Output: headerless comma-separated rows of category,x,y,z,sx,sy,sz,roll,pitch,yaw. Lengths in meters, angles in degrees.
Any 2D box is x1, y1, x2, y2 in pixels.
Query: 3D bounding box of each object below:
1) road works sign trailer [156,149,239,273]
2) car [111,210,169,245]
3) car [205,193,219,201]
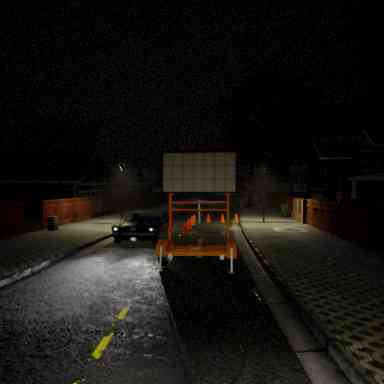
road works sign trailer,0.241,0.437,10.631,2.380,3.560,2.880,0,0,6
car,-2.152,1.542,15.326,1.895,1.301,4.718,0,0,5
car,3.612,0.838,59.203,1.812,1.442,4.674,0,1,8
